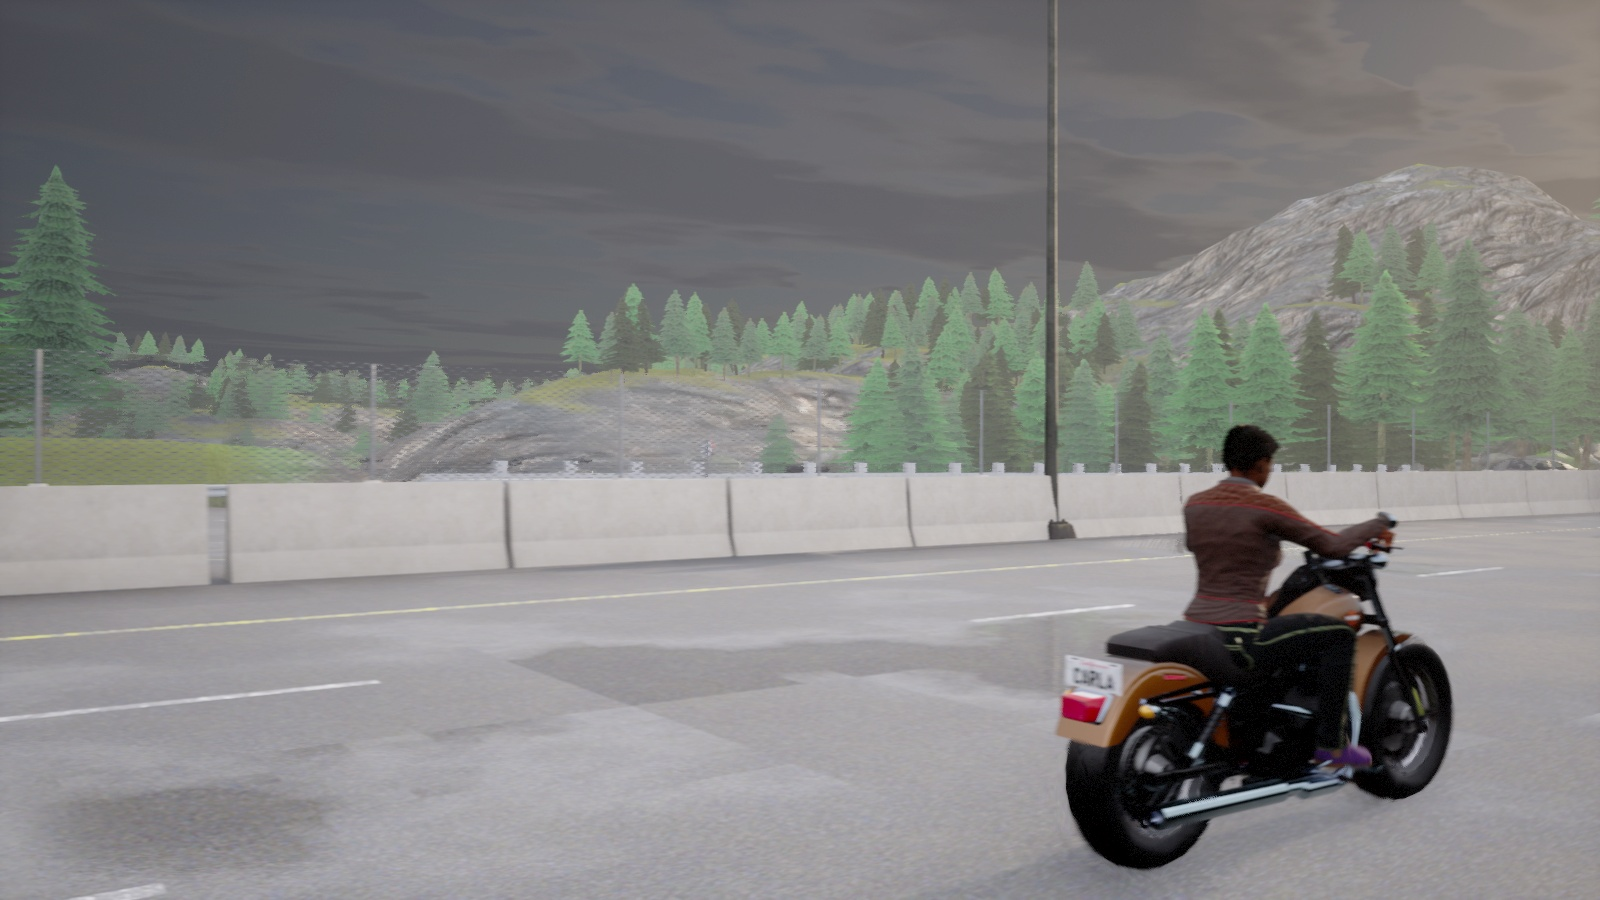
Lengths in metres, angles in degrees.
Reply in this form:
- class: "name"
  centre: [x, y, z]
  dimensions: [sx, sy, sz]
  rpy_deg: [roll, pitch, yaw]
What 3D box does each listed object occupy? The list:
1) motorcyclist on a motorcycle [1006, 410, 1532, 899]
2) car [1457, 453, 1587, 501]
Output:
- class: "motorcyclist on a motorcycle"
  centre: [1.946, 0.702, 5.014]
  dimensions: [2.350, 1.649, 0.766]
  rpy_deg: [0, 0, -35]
- class: "car"
  centre: [24.010, 0.876, 41.699]
  dimensions: [4.514, 1.525, 2.007]
  rpy_deg: [1, -1, -35]
